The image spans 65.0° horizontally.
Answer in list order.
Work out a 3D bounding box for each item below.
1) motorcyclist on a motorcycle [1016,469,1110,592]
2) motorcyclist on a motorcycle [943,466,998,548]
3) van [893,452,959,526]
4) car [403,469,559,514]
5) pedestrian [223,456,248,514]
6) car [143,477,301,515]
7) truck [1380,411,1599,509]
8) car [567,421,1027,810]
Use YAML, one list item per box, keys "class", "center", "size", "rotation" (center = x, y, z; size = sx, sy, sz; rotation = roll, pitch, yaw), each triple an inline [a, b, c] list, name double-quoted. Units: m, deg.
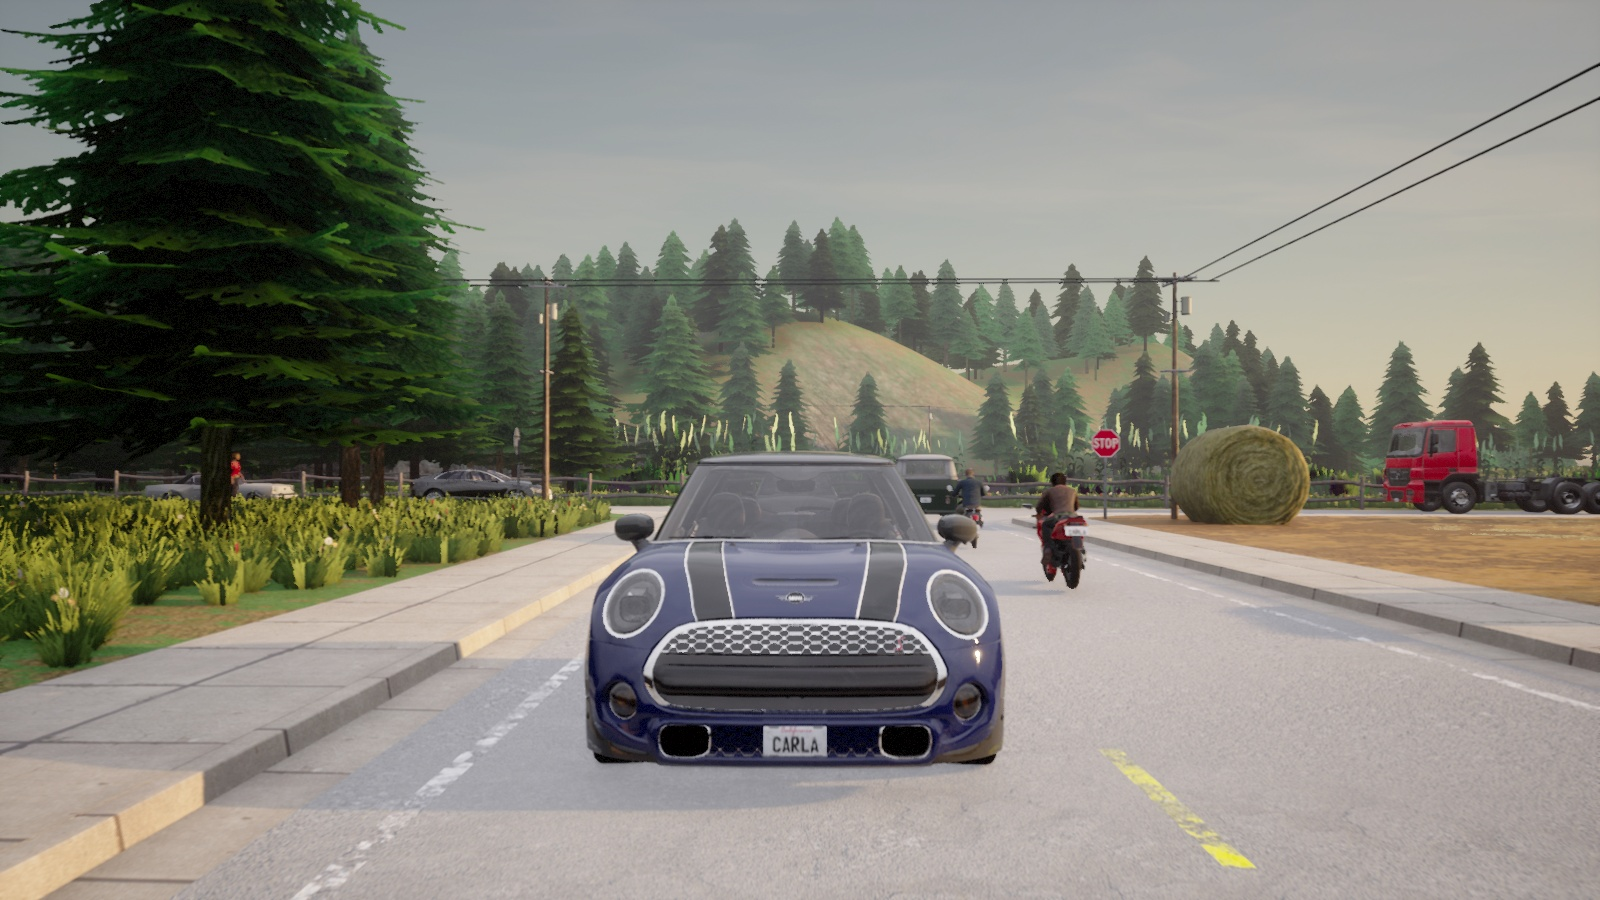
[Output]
- class: "motorcyclist on a motorcycle"
  center: [3.458, 1.028, 16.700]
  size: [0.797, 1.523, 2.044]
  rotation: [0, -1, 0]
- class: "motorcyclist on a motorcycle"
  center: [3.436, 1.133, 25.486]
  size: [0.866, 1.590, 1.817]
  rotation: [0, -1, 0]
- class: "van"
  center: [3.570, 1.092, 36.222]
  size: [1.775, 1.987, 4.442]
  rotation: [-1, -1, 4]
- class: "car"
  center: [-11.182, 1.438, 44.216]
  size: [4.902, 1.511, 2.128]
  rotation: [0, -1, 3]
- class: "pedestrian"
  center: [-17.850, 1.102, 39.739]
  size: [0.636, 1.846, 0.331]
  rotation: [0, -1, 4]
- class: "car"
  center: [-20.473, 1.625, 44.605]
  size: [4.718, 1.301, 1.895]
  rotation: [0, -1, 1]
- class: "truck"
  center: [25.907, 0.379, 46.025]
  size: [7.936, 3.462, 2.891]
  rotation: [0, -1, 3]
- class: "car"
  center: [-0.021, 0.790, 8.021]
  size: [2.097, 1.767, 4.553]
  rotation: [0, -1, 0]
